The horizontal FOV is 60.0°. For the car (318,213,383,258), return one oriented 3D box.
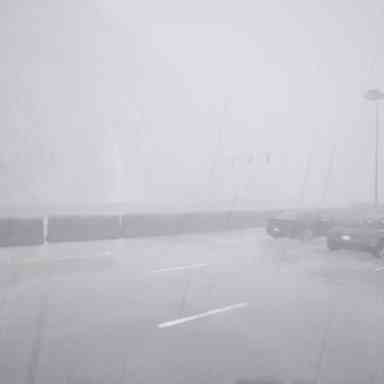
[{"bbox_3d":[7.295,1.653,13.345,4.181,1.385,1.994,0,0,-35],"label":"car"}]

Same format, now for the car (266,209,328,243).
[{"bbox_3d":[5.884,1.568,16.629,5.008,1.535,1.882,0,0,-35],"label":"car"}]
